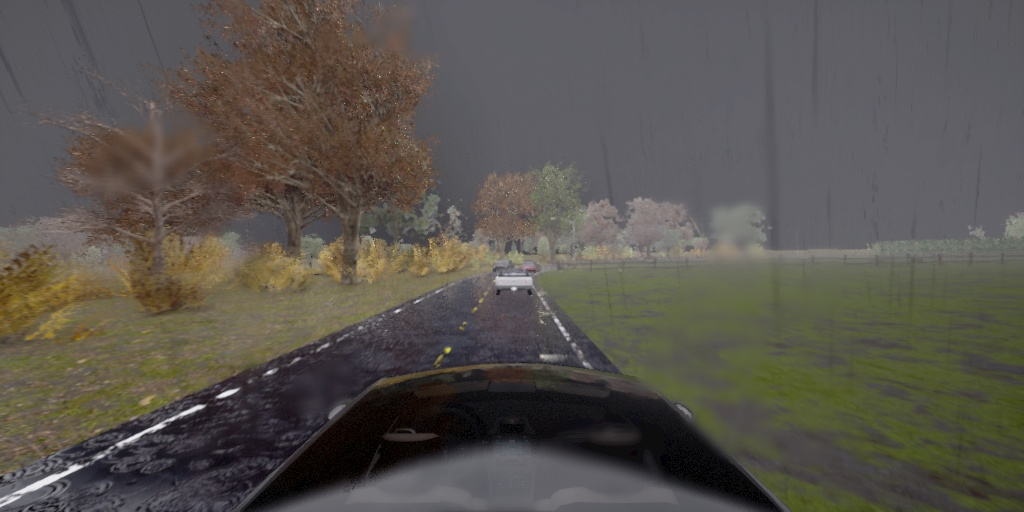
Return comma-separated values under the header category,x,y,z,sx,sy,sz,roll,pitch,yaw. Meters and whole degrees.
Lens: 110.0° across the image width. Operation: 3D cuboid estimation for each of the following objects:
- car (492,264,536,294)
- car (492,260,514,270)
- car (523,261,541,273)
category,x,y,z,sx,sy,sz,roll,pitch,yaw
car,0.103,1.326,19.857,1.895,1.301,4.718,0,0,0
car,-0.941,1.168,41.684,1.837,1.490,4.892,0,0,12
car,2.179,1.231,42.272,1.994,1.385,4.181,0,0,12
